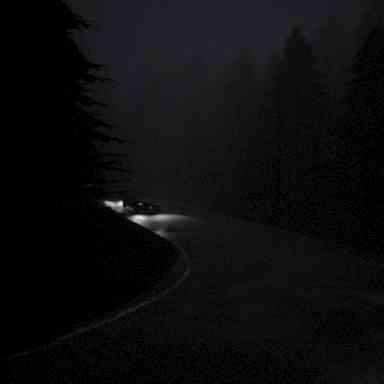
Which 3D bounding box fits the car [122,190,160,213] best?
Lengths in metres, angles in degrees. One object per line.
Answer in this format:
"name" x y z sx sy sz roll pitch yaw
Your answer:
"car" -3.968 0.632 25.398 1.812 1.442 4.674 0 5 -28
